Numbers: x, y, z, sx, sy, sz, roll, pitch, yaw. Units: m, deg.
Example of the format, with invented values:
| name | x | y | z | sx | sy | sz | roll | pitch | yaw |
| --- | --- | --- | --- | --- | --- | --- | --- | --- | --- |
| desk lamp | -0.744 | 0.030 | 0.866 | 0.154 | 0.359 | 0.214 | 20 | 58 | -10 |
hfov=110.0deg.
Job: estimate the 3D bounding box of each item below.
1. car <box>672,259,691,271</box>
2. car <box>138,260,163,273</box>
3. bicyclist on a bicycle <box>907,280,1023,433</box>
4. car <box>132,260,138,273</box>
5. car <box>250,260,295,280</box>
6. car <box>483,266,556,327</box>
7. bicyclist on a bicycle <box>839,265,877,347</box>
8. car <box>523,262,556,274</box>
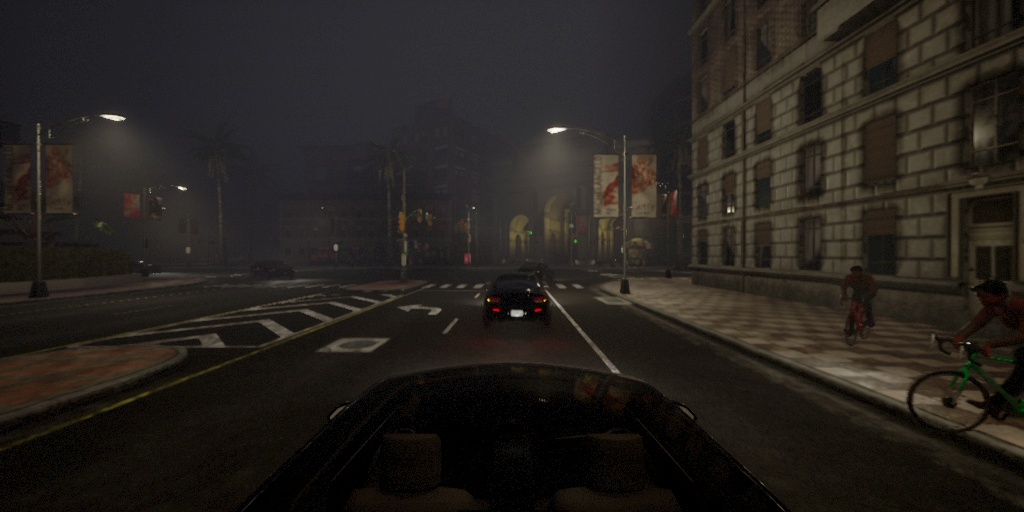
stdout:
| name | x | y | z | sx | sy | sz | roll | pitch | yaw |
| --- | --- | --- | --- | --- | --- | --- | --- | --- | --- |
| car | 21.646 | 1.031 | 42.925 | 4.674 | 1.442 | 1.812 | 0 | 0 | 1 |
| car | -38.467 | 1.097 | 36.642 | 4.181 | 1.385 | 1.994 | 0 | 0 | 1 |
| bicyclist on a bicycle | 5.023 | 1.058 | 3.616 | 1.656 | 1.620 | 0.582 | -3 | 3 | 16 |
| car | -38.124 | 1.155 | 33.135 | 4.718 | 1.301 | 1.895 | 0 | 0 | 1 |
| car | -19.478 | 1.059 | 29.120 | 5.008 | 1.535 | 1.882 | 0 | 0 | 36 |
| car | 0.143 | 1.219 | 11.097 | 1.812 | 1.442 | 4.674 | 0 | 1 | 0 |
| bicyclist on a bicycle | 7.196 | 1.017 | 7.446 | 1.656 | 1.620 | 0.582 | 0 | 0 | -34 |
| car | 1.712 | 1.135 | 25.135 | 1.812 | 1.442 | 4.674 | 0 | 0 | 21 |
